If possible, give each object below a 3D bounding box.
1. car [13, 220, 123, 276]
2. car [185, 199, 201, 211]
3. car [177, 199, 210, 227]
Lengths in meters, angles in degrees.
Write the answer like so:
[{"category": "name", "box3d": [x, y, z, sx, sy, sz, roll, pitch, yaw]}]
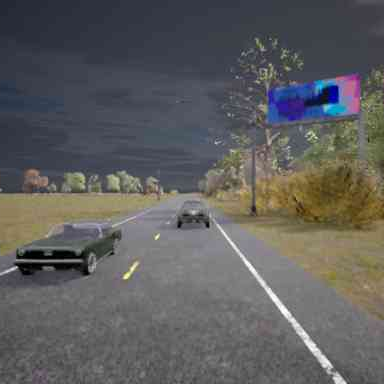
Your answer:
[{"category": "car", "box3d": [-3.586, 1.611, 10.530, 1.895, 1.301, 4.718, 0, 0, 0]}, {"category": "car", "box3d": [0.117, 1.641, 42.818, 1.895, 1.301, 4.718, 0, 0, 0]}, {"category": "car", "box3d": [0.102, 1.374, 23.287, 2.097, 1.767, 4.553, 0, 0, 0]}]
